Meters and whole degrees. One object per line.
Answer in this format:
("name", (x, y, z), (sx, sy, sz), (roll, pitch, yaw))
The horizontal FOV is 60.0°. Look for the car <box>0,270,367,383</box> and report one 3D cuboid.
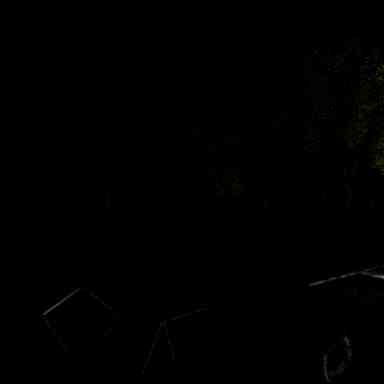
("car", (-0.081, 1.603, 3.689), (4.718, 1.301, 1.895), (0, 0, -36))
